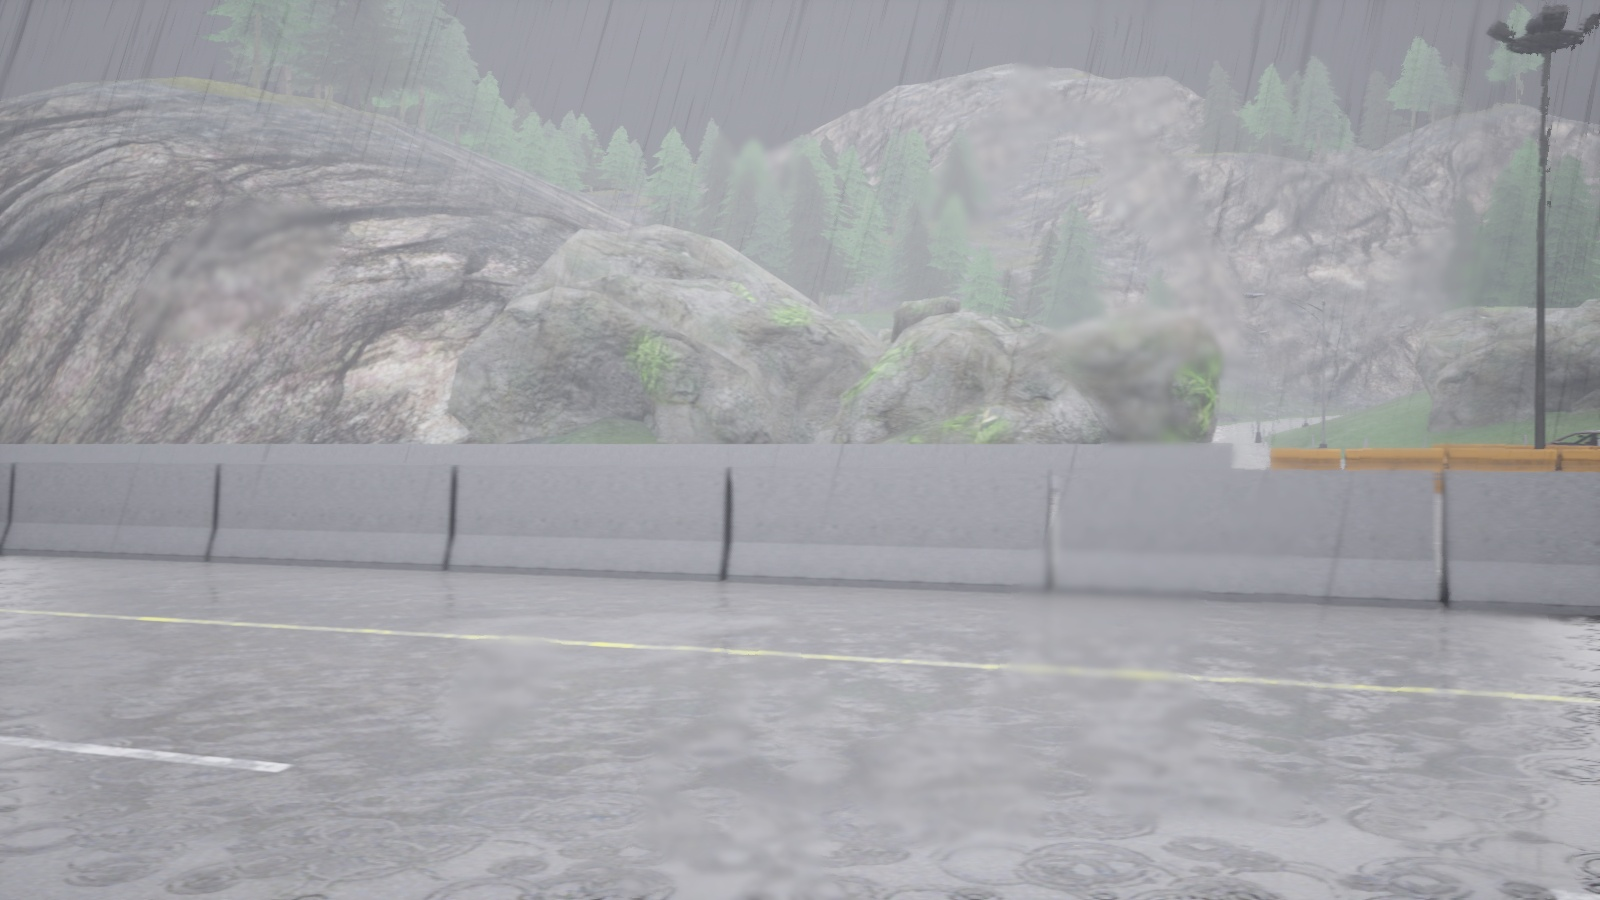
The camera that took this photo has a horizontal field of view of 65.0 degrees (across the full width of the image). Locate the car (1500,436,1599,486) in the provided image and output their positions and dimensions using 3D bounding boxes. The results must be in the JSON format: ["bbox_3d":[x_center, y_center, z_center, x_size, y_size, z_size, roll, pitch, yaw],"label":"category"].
[{"bbox_3d":[24.292,0.306,38.968,1.816,1.474,4.193,0,1,-25],"label":"car"}]
